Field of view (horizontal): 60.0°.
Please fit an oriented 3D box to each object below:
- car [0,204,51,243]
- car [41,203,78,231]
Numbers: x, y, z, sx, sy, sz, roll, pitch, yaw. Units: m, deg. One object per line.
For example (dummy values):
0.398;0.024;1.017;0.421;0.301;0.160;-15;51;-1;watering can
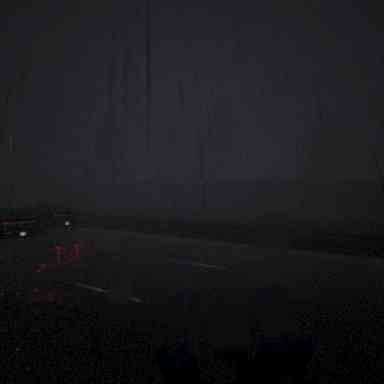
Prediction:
-8.587;1.407;14.420;4.902;1.511;2.128;0;0;36;car
-8.414;1.395;18.596;4.902;1.511;2.128;0;0;36;car
